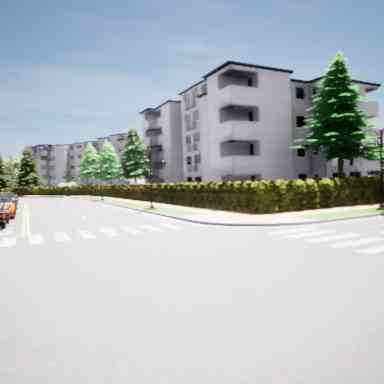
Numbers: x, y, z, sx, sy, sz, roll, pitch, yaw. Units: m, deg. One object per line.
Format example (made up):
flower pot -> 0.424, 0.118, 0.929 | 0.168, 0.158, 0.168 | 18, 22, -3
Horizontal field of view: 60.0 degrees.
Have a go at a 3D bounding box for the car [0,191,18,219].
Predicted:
car -> -14.099, 1.037, 24.265 | 2.097, 1.767, 4.553 | -3, 2, -26

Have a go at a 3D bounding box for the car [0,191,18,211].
car -> -19.310, 0.886, 34.466 | 2.097, 1.767, 4.553 | -3, 2, -27

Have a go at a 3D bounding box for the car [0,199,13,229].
car -> -11.560, 1.370, 18.976 | 1.895, 1.301, 4.718 | -3, 2, -26

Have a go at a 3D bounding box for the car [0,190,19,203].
car -> -27.645, 0.678, 50.133 | 2.097, 1.767, 4.553 | -3, 2, -36

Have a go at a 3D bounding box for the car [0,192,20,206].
car -> -24.315, 0.877, 44.395 | 2.128, 1.511, 4.902 | -3, 2, -28
